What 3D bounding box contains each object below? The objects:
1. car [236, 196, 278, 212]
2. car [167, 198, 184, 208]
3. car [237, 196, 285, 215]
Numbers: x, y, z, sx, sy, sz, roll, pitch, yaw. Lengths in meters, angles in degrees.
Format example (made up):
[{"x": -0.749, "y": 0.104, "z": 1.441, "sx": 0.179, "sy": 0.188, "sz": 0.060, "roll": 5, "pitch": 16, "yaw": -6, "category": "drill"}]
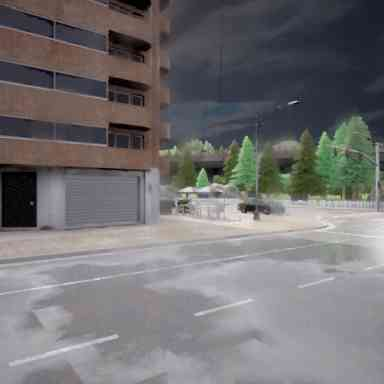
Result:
[{"x": 7.362, "y": 1.298, "z": 38.184, "sx": 2.097, "sy": 1.767, "sz": 4.553, "roll": 0, "pitch": 0, "yaw": -37, "category": "car"}, {"x": -2.109, "y": 1.490, "z": 45.113, "sx": 2.033, "sy": 1.411, "sz": 5.357, "roll": 0, "pitch": 0, "yaw": -41, "category": "car"}, {"x": 6.950, "y": 1.295, "z": 32.823, "sx": 2.097, "sy": 1.767, "sz": 4.553, "roll": 0, "pitch": 0, "yaw": -36, "category": "car"}]
